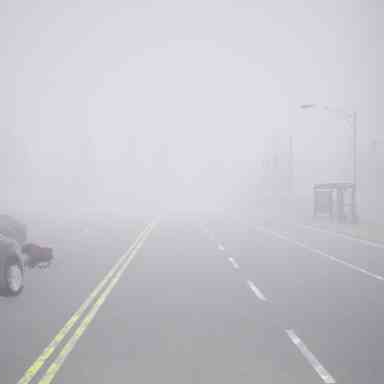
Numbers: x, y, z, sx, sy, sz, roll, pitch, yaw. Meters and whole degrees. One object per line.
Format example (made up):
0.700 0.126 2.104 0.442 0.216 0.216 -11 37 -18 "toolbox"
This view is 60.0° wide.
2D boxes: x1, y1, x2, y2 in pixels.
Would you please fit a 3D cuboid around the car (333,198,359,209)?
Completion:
17.670 1.444 40.281 4.902 1.511 2.128 0 0 -2 "car"

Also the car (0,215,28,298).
-4.461 1.450 5.294 1.837 1.490 4.892 -11 1 -4 "car"

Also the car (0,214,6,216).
-7.597 1.529 11.983 1.812 1.442 4.674 0 1 -3 "car"

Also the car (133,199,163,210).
-5.603 1.583 41.628 1.895 1.301 4.718 0 0 -38 "car"
